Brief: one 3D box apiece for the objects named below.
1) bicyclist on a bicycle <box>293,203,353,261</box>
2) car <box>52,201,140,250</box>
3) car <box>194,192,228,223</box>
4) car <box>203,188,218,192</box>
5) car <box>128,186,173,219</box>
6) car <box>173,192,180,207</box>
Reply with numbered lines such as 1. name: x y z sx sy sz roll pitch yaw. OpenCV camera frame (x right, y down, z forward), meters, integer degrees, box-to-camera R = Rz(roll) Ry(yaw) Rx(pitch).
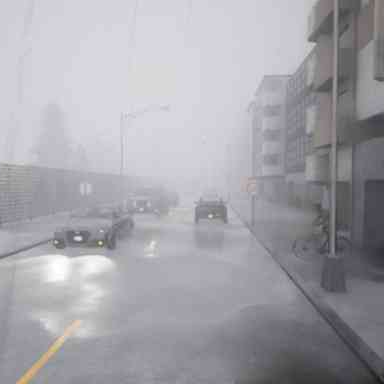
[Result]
1. bicyclist on a bicycle: 3.652 1.132 9.282 1.656 1.620 0.582 0 1 3
2. car: -3.496 1.241 12.508 1.994 1.385 4.181 0 1 3
3. car: 1.165 1.001 20.642 1.837 1.490 4.892 0 1 3
4. car: 2.677 0.193 47.852 2.097 1.767 4.553 0 2 3
5. car: -2.906 0.647 22.902 2.150 2.045 5.566 0 1 3
6. car: -2.286 0.719 33.382 2.033 1.411 5.357 0 1 4
